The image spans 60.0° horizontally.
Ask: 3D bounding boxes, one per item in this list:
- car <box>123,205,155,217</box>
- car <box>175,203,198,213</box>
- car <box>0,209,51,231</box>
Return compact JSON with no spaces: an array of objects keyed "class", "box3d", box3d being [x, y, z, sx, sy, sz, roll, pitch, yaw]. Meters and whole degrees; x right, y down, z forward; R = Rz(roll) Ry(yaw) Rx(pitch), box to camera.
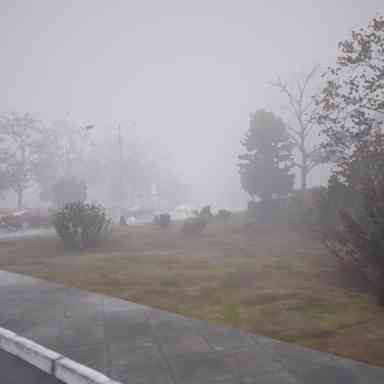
[{"class":"car","box3d":[-6.624,2.392,42.087,1.812,1.442,4.674,-3,-2,32]},{"class":"car","box3d":[-0.751,2.463,51.410,1.812,1.442,4.674,-3,-1,32]},{"class":"car","box3d":[-12.294,2.129,26.272,1.882,1.535,5.008,-3,-2,33]}]
